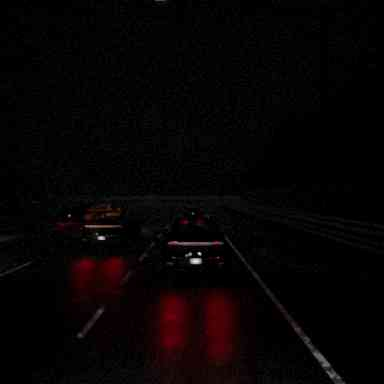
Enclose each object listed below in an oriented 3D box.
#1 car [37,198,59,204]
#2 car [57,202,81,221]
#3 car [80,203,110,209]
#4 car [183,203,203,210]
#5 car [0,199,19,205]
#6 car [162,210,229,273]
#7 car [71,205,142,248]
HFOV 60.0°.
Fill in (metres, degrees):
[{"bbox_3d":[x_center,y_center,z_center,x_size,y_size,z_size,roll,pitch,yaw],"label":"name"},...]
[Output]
[{"bbox_3d":[-24.518,2.011,56.820,2.150,2.045,5.566,0,-1,0],"label":"car"},{"bbox_3d":[-10.410,1.786,30.666,1.837,1.490,4.892,0,-1,0],"label":"car"},{"bbox_3d":[-6.908,1.697,26.409,1.882,1.535,5.008,0,-1,0],"label":"car"},{"bbox_3d":[0.090,1.843,33.003,1.812,1.442,4.674,0,-1,0],"label":"car"},{"bbox_3d":[-21.100,1.736,37.444,2.097,1.767,4.553,0,-1,0],"label":"car"},{"bbox_3d":[0.097,1.546,10.818,2.128,1.511,4.902,0,0,0],"label":"car"},{"bbox_3d":[-3.505,1.582,15.286,2.128,1.511,4.902,0,-1,0],"label":"car"}]
